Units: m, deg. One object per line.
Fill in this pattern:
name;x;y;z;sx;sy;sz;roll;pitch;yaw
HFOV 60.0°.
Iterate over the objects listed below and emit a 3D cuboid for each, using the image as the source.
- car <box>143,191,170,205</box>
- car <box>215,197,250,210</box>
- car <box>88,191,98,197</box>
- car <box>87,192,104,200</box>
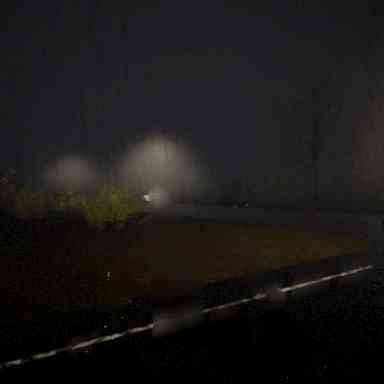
car;-5.645;0.869;52.304;2.150;2.045;5.566;-1;1;-37
car;4.728;1.254;38.639;1.812;1.442;4.674;-1;1;-37
car;-14.596;0.903;52.492;2.150;2.045;5.566;-1;1;-37
car;-21.231;0.859;72.842;2.097;1.767;4.553;-1;1;-37
